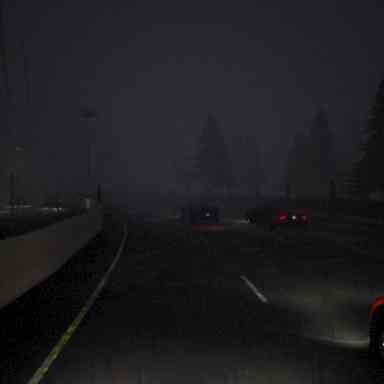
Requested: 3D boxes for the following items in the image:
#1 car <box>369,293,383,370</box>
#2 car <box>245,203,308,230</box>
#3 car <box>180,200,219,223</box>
[{"bbox_3d":[3.377,1.326,2.435,2.097,1.767,4.553,0,0,-2],"label":"car"},{"bbox_3d":[4.912,1.390,20.081,2.033,1.411,5.357,0,0,-11],"label":"car"},{"bbox_3d":[0.439,1.304,23.877,1.882,1.535,5.008,0,0,-13],"label":"car"}]
